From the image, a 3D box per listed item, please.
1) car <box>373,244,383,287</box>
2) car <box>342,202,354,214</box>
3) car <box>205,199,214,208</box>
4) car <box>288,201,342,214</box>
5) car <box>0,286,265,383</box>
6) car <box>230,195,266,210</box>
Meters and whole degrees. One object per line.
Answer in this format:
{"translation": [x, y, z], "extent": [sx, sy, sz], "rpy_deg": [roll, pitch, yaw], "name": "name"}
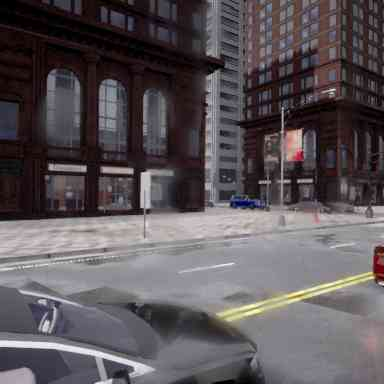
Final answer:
{"translation": [6.270, 1.489, 7.905], "extent": [5.008, 1.535, 1.882], "rpy_deg": [0, 0, -35], "name": "car"}
{"translation": [16.418, 1.777, 38.423], "extent": [1.994, 1.385, 4.181], "rpy_deg": [1, -1, -36], "name": "car"}
{"translation": [1.705, 1.834, 53.600], "extent": [1.994, 1.385, 4.181], "rpy_deg": [1, -1, -35], "name": "car"}
{"translation": [13.401, 1.725, 37.129], "extent": [2.033, 1.411, 5.357], "rpy_deg": [1, -1, -35], "name": "car"}
{"translation": [-1.559, 1.492, 2.334], "extent": [4.902, 1.511, 2.128], "rpy_deg": [0, 0, -35], "name": "car"}
{"translation": [7.523, 1.445, 45.407], "extent": [2.150, 2.045, 5.566], "rpy_deg": [1, -1, -35], "name": "car"}
